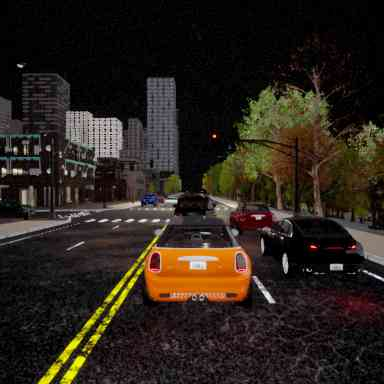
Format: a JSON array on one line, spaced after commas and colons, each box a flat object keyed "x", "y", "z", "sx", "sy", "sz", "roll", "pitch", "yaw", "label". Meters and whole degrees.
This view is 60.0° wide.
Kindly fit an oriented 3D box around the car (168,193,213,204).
[{"x": 0.134, "y": 1.219, "z": 17.705, "sx": 2.150, "sy": 2.045, "sz": 5.566, "roll": 0, "pitch": 0, "yaw": 0, "label": "car"}]

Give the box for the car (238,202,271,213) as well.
[{"x": 3.385, "y": 1.348, "z": 19.032, "sx": 2.097, "sy": 1.767, "sz": 4.553, "roll": 0, "pitch": 0, "yaw": 0, "label": "car"}]

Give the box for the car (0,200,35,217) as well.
[{"x": -18.056, "y": 1.549, "z": 32.986, "sx": 4.553, "sy": 1.767, "sz": 2.097, "roll": -1, "pitch": 1, "yaw": 1, "label": "car"}]

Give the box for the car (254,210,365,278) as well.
[{"x": 3.369, "y": 1.503, "z": 10.162, "sx": 1.837, "sy": 1.490, "sz": 4.892, "roll": 0, "pitch": 0, "yaw": 0, "label": "car"}]

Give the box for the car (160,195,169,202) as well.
[{"x": -6.359, "y": 1.474, "z": 77.687, "sx": 1.837, "sy": 1.490, "sz": 4.892, "roll": 0, "pitch": 0, "yaw": 0, "label": "car"}]

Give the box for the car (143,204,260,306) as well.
[{"x": 0.115, "y": 1.350, "z": 8.164, "sx": 2.097, "sy": 1.767, "sz": 4.553, "roll": 0, "pitch": 0, "yaw": 0, "label": "car"}]

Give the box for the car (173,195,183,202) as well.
[{"x": -3.110, "y": 1.500, "z": 76.810, "sx": 2.128, "sy": 1.511, "sz": 4.902, "roll": 0, "pitch": 0, "yaw": 0, "label": "car"}]

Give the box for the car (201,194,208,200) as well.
[{"x": 3.415, "y": 1.323, "z": 91.125, "sx": 1.812, "sy": 1.442, "sz": 4.674, "roll": 0, "pitch": 0, "yaw": 0, "label": "car"}]

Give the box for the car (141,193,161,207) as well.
[{"x": -6.497, "y": 1.208, "z": 51.317, "sx": 2.150, "sy": 2.045, "sz": 5.566, "roll": 0, "pitch": 0, "yaw": 0, "label": "car"}]

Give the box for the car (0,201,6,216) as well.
[{"x": -19.899, "y": 1.811, "z": 30.314, "sx": 4.313, "sy": 1.339, "sz": 1.947, "roll": -1, "pitch": 1, "yaw": 0, "label": "car"}]

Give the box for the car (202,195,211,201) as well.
[{"x": 3.396, "y": 1.504, "z": 80.707, "sx": 2.033, "sy": 1.411, "sz": 5.357, "roll": 0, "pitch": 0, "yaw": 0, "label": "car"}]

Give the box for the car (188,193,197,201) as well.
[{"x": 0.146, "y": 1.189, "z": 80.742, "sx": 2.150, "sy": 2.045, "sz": 5.566, "roll": 0, "pitch": 0, "yaw": 0, "label": "car"}]

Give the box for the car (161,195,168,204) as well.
[{"x": -3.251, "y": 1.512, "z": 50.966, "sx": 1.812, "sy": 1.442, "sz": 4.674, "roll": 0, "pitch": 0, "yaw": 0, "label": "car"}]

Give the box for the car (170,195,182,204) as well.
[{"x": -3.165, "y": 1.471, "z": 65.794, "sx": 2.128, "sy": 1.511, "sz": 4.902, "roll": 0, "pitch": 0, "yaw": 1, "label": "car"}]
